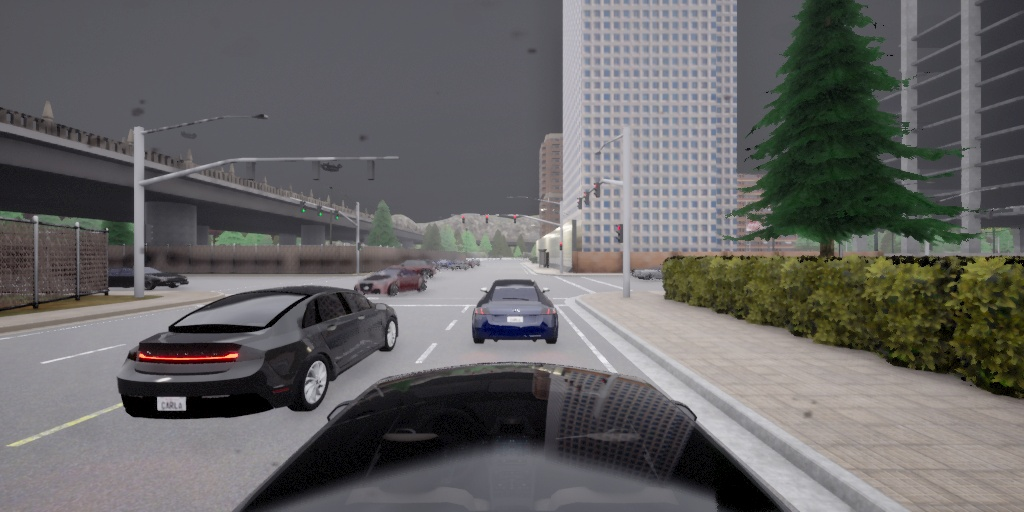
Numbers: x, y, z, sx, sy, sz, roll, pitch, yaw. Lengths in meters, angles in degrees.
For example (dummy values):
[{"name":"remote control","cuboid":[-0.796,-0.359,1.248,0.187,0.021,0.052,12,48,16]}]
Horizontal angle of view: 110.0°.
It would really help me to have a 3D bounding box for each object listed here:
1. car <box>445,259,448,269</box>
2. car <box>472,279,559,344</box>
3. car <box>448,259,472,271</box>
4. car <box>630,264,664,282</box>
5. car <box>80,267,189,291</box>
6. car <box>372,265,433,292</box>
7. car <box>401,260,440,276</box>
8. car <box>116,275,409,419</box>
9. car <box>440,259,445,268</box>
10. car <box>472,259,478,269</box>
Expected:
[{"name":"car","cuboid":[-10.588,1.227,55.930,1.882,1.535,5.008,0,0,0]},{"name":"car","cuboid":[0.079,1.314,9.611,1.994,1.385,4.181,0,0,0]},{"name":"car","cuboid":[-7.085,1.314,49.232,1.994,1.385,4.181,0,0,0]},{"name":"car","cuboid":[12.485,1.406,29.403,4.718,1.301,1.895,0,0,0]},{"name":"car","cuboid":[-23.281,1.353,22.127,5.357,1.411,2.033,0,0,0]},{"name":"car","cuboid":[-6.319,1.342,18.966,1.994,1.385,4.181,0,0,19]},{"name":"car","cuboid":[-9.275,1.124,32.856,4.553,1.767,2.097,0,0,0]},{"name":"car","cuboid":[-3.440,1.255,6.068,1.837,1.490,4.892,0,0,0]},{"name":"car","cuboid":[-10.593,1.297,46.480,2.033,1.411,5.357,0,0,0]},{"name":"car","cuboid":[-7.083,1.351,57.986,1.895,1.301,4.718,0,0,0]}]
